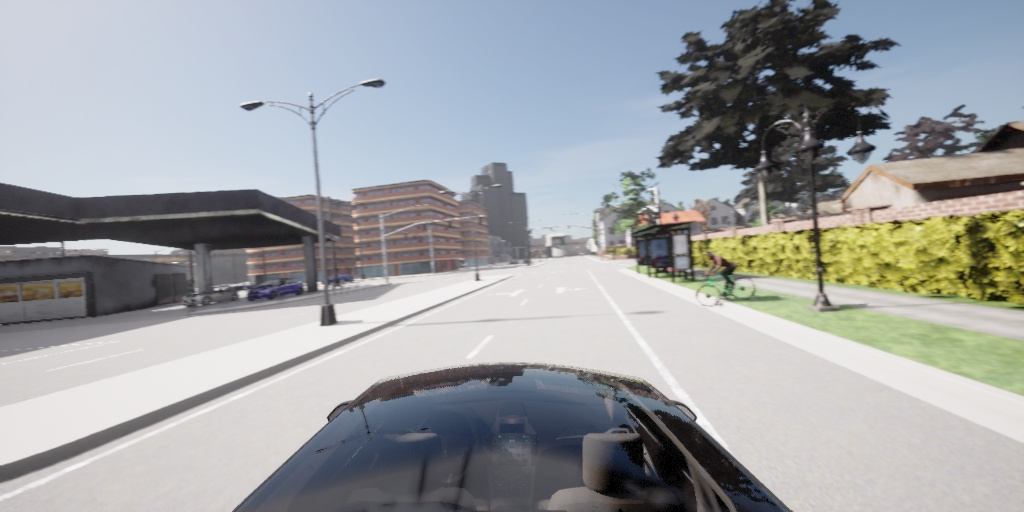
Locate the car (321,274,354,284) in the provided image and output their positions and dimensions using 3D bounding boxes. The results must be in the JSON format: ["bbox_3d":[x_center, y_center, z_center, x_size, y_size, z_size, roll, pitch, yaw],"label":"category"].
[{"bbox_3d":[-27.217,3.629,55.942,5.008,1.535,1.882,-5,0,9],"label":"car"}]

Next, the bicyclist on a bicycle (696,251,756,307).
[{"bbox_3d":[6.172,0.623,10.569,1.656,1.620,0.582,-14,-2,10],"label":"bicyclist on a bicycle"}]
